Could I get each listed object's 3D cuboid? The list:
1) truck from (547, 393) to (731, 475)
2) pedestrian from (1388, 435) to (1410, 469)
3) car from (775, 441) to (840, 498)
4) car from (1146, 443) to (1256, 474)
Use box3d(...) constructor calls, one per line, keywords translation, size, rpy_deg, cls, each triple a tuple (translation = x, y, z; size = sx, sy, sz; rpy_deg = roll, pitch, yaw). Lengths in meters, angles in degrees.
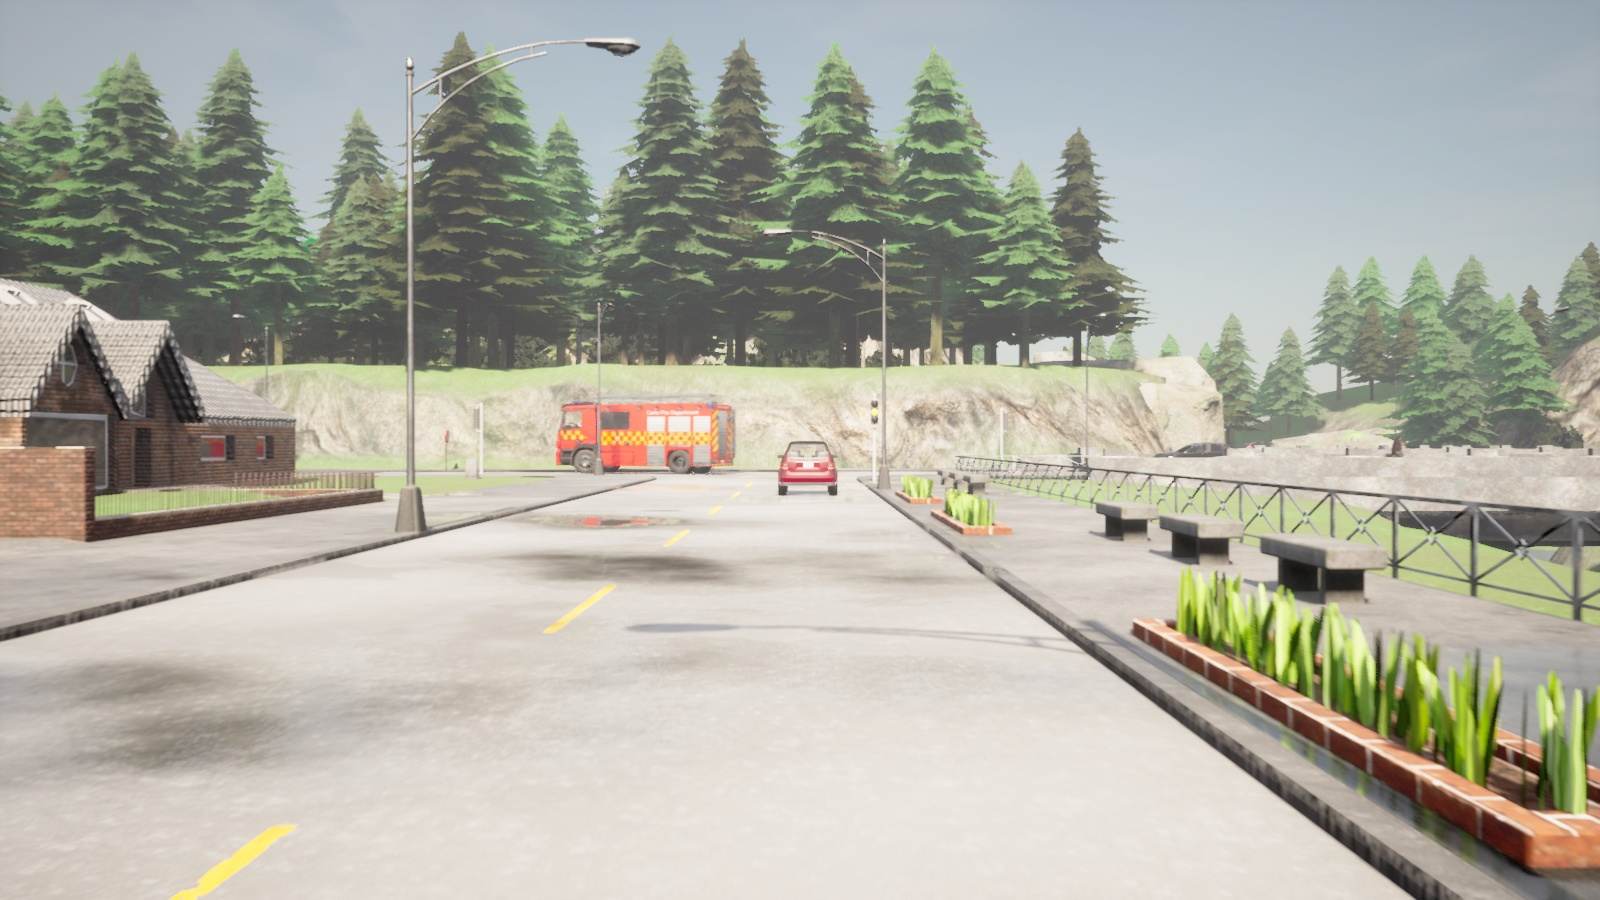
box3d(translation=(-7.834, -0.768, 60.990), size=(8.468, 3.827, 2.891), rpy_deg=(0, 0, 19), cls="truck")
box3d(translation=(32.181, 0.102, 67.515), size=(0.899, 1.844, 0.634), rpy_deg=(0, 0, 4), cls="pedestrian")
box3d(translation=(0.225, 0.520, 36.398), size=(1.789, 1.549, 3.705), rpy_deg=(0, 0, 0), cls="car")
box3d(translation=(19.922, 0.415, 62.508), size=(4.892, 1.490, 1.837), rpy_deg=(0, 0, 0), cls="car")
